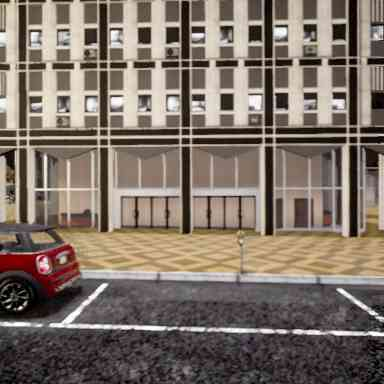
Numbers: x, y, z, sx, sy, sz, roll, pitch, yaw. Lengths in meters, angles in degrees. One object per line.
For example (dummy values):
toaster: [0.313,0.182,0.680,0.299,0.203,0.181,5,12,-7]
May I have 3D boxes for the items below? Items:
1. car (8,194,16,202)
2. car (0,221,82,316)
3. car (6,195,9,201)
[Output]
car: [-31.805,1.292,62.144,1.802,1.307,4.206,-1,0,1]
car: [-4.506,1.353,6.718,4.097,1.590,1.967,1,-1,2]
car: [-39.875,1.250,73.625,1.967,1.590,4.097,-1,0,1]
